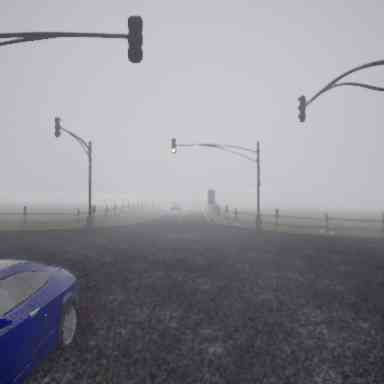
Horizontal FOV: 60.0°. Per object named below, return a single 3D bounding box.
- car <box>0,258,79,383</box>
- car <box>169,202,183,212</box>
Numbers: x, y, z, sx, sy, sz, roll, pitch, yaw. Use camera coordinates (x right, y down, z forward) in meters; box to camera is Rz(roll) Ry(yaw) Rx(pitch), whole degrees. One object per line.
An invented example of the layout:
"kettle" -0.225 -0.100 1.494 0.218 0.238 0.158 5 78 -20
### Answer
"car" -2.721 1.581 3.659 1.812 1.442 4.674 0 -1 0
"car" -2.402 2.223 50.950 2.033 1.411 5.357 0 -1 1
